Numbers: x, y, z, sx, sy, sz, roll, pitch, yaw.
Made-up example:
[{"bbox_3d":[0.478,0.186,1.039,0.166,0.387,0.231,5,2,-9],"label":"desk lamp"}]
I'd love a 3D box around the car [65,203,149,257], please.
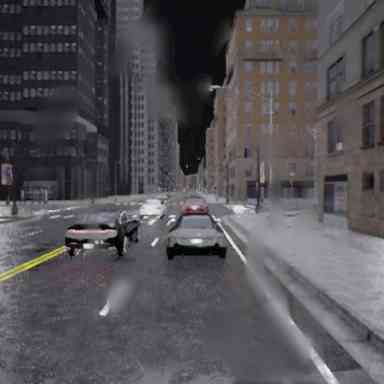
[{"bbox_3d":[-3.099,1.383,12.417,2.128,1.511,4.902,0,1,0],"label":"car"}]

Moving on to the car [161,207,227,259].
[{"bbox_3d":[0.149,1.456,12.157,1.994,1.385,4.181,0,0,0],"label":"car"}]

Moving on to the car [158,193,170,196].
[{"bbox_3d":[-6.220,1.018,68.340,1.895,1.301,4.718,0,0,0],"label":"car"}]

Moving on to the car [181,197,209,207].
[{"bbox_3d":[0.202,1.131,25.352,2.097,1.767,4.553,0,1,0],"label":"car"}]

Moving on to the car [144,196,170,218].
[{"bbox_3d":[-3.034,1.295,26.414,1.812,1.442,4.674,0,1,0],"label":"car"}]
